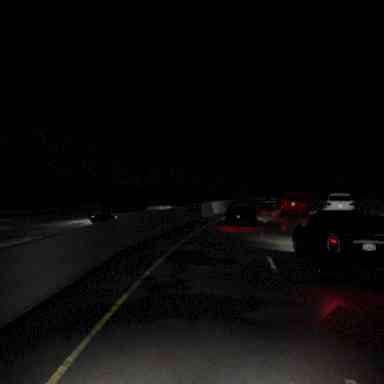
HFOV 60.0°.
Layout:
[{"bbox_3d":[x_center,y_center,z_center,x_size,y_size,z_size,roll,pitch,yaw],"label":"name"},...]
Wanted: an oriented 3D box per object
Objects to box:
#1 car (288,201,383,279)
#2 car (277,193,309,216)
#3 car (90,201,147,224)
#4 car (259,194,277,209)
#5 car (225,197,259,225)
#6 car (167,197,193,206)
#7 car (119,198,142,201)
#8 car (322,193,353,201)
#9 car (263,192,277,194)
[{"bbox_3d":[4.439,1.318,9.963,2.097,1.767,4.553,0,0,7],"label":"car"},{"bbox_3d":[9.325,1.107,30.097,2.150,2.045,5.566,0,0,20],"label":"car"},{"bbox_3d":[-4.505,1.492,20.983,1.895,1.301,4.718,0,0,13],"label":"car"},{"bbox_3d":[10.044,1.332,40.430,2.128,1.511,4.902,0,0,26],"label":"car"},{"bbox_3d":[3.549,1.379,23.396,1.882,1.535,5.008,0,1,15],"label":"car"},{"bbox_3d":[-1.743,1.373,48.567,1.895,1.301,4.718,0,0,27],"label":"car"},{"bbox_3d":[-5.712,1.339,29.809,2.128,1.511,4.902,0,0,18],"label":"car"},{"bbox_3d":[12.255,1.125,27.976,2.150,2.045,5.566,0,0,20],"label":"car"},{"bbox_3d":[13.855,1.070,60.178,2.150,2.045,5.566,0,0,38],"label":"car"}]
